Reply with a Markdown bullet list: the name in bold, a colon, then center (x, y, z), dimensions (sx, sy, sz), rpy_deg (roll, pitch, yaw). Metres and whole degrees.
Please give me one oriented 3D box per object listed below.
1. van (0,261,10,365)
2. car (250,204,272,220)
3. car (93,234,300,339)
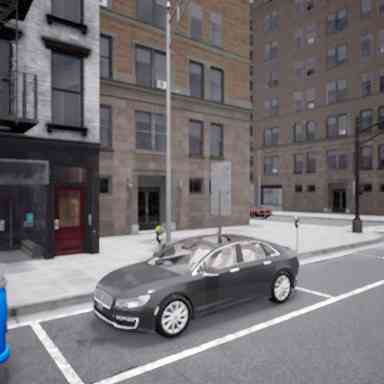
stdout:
- **van**: center (-3.997, 1.343, 3.244), dimensions (3.998, 1.788, 1.690), rpy_deg (0, 0, -37)
- **car**: center (4.658, 1.691, 29.007), dimensions (1.895, 1.301, 4.718), rpy_deg (0, 0, -37)
- **car**: center (0.315, 1.548, 6.505), dimensions (4.403, 1.369, 2.008), rpy_deg (0, 0, -37)
